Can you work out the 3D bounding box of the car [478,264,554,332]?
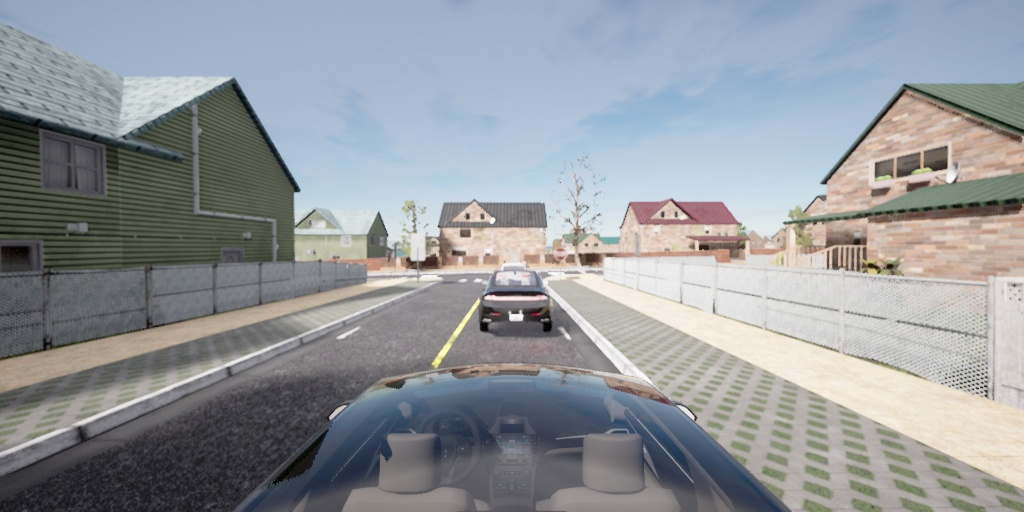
[{"bbox_3d":[0.096,1.144,10.471,2.128,1.511,4.902,0,1,0],"label":"car"}]
